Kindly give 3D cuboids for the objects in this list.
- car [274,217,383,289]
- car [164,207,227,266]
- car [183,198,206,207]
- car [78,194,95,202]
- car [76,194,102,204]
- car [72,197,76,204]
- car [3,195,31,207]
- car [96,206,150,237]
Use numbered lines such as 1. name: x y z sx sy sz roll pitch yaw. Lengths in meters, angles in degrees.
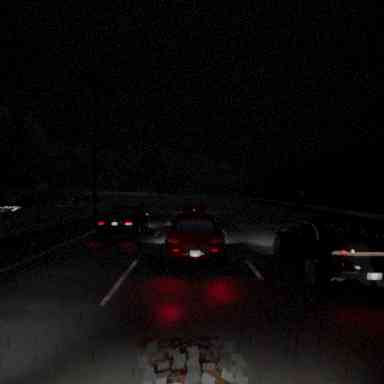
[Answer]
1. car: 3.595 1.430 8.973 2.128 1.511 4.902 0 0 0
2. car: 0.090 1.449 11.149 1.812 1.442 4.674 0 0 0
3. car: 0.229 1.279 29.281 1.882 1.535 5.008 0 0 1
4. car: -20.344 1.087 64.416 1.812 1.442 4.674 0 1 0
5. car: -13.557 1.197 44.928 1.837 1.490 4.892 0 1 2
6. car: -16.894 1.127 51.651 1.882 1.535 5.008 0 1 2
7. car: -24.048 1.213 46.002 1.812 1.442 4.674 0 1 2
8. car: -3.404 1.430 17.147 2.033 1.411 5.357 0 0 0
